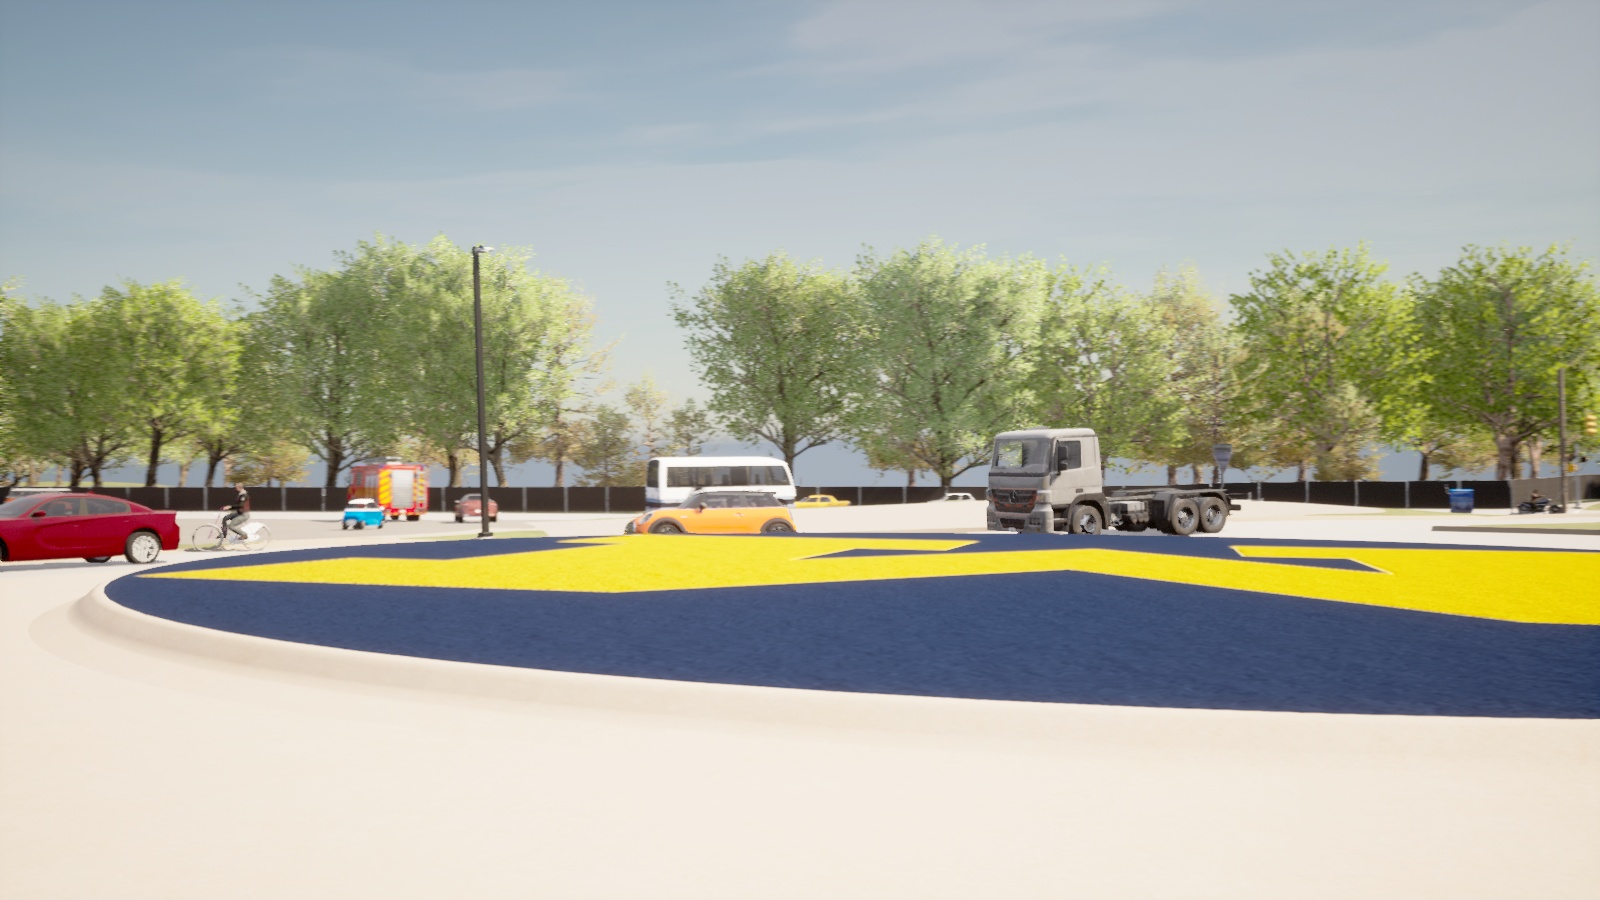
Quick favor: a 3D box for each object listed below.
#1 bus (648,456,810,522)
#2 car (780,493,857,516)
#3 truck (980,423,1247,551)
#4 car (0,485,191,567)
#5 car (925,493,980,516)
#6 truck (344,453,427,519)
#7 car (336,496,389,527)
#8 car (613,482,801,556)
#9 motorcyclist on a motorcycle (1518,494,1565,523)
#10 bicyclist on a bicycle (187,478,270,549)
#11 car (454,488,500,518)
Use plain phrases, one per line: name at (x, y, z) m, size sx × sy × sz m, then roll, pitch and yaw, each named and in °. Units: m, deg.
bus at (-4.826, 2.571, 85.747) m, size 10.273 × 4.253 × 3.944 m, roll 0°, pitch 0°, yaw -24°
car at (1.301, 3.875, 89.769) m, size 5.366 × 1.575 × 1.801 m, roll 0°, pitch 1°, yaw -5°
truck at (9.615, 1.000, 38.310) m, size 7.936 × 3.462 × 2.891 m, roll -2°, pitch 1°, yaw -28°
car at (-15.159, 1.492, 25.258) m, size 1.882 × 1.535 × 5.008 m, roll -2°, pitch -3°, yaw 31°
car at (10.804, 3.856, 88.925) m, size 3.806 × 1.475 × 1.970 m, roll 0°, pitch 1°, yaw 8°
truck at (-25.627, 2.245, 77.430) m, size 2.891 × 3.827 × 8.468 m, roll 2°, pitch -3°, yaw -32°
car at (-19.848, 2.769, 57.066) m, size 1.481 × 1.376 × 2.207 m, roll 0°, pitch -2°, yaw 5°
car at (-2.498, 1.862, 33.415) m, size 4.553 × 1.767 × 2.097 m, roll 1°, pitch -8°, yaw -20°
motorcyclist on a motorcycle at (44.601, 3.504, 75.554) m, size 2.350 × 1.649 × 0.766 m, roll 0°, pitch 1°, yaw 35°
bicyclist on a bicycle at (-14.589, 1.613, 32.074) m, size 1.843 × 1.776 × 0.659 m, roll 2°, pitch -3°, yaw -31°
car at (-18.318, 2.984, 71.084) m, size 2.152 × 1.651 × 5.027 m, roll 1°, pitch -2°, yaw -19°
